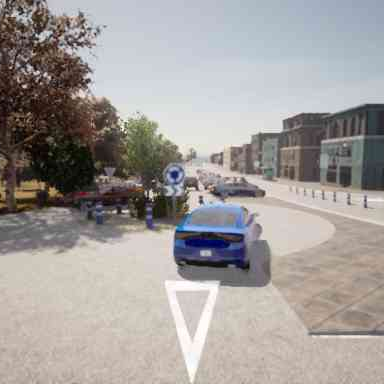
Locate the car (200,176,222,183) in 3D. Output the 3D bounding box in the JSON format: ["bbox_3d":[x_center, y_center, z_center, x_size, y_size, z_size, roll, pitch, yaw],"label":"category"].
[{"bbox_3d":[4.338,-2.800,74.895,4.792,1.488,2.163,0,5,0],"label":"car"}]

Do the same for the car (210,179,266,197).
[{"bbox_3d":[4.304,-0.180,30.385,4.792,1.488,2.163,0,2,0],"label":"car"}]

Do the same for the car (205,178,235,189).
[{"bbox_3d":[4.323,-1.356,52.646,4.553,1.767,2.185,0,3,0],"label":"car"}]

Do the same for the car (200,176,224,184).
[{"bbox_3d":[4.312,-2.601,72.115,5.008,1.535,2.097,0,5,0],"label":"car"}]

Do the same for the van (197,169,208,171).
[{"bbox_3d":[4.208,-4.739,94.286,4.442,1.987,1.878,0,5,0],"label":"van"}]

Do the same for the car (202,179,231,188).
[{"bbox_3d":[4.267,-1.550,58.220,4.792,1.488,2.163,0,4,0],"label":"car"}]

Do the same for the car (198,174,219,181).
[{"bbox_3d":[4.132,-3.793,85.986,5.366,1.575,1.946,0,5,0],"label":"car"}]

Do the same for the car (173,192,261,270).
[{"bbox_3d":[0.904,1.059,9.914,1.882,1.535,5.008,1,4,14],"label":"car"}]

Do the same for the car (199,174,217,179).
[{"bbox_3d":[4.316,-4.271,91.532,4.892,1.521,2.231,0,5,0],"label":"car"}]

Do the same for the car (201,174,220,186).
[{"bbox_3d":[4.255,-0.898,41.507,5.566,2.045,2.435,0,3,0],"label":"car"}]

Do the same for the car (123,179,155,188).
[{"bbox_3d":[-8.780,-1.398,55.395,4.892,1.521,2.231,0,3,0],"label":"car"}]

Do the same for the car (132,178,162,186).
[{"bbox_3d":[-8.594,-1.954,63.611,5.366,1.575,1.946,0,4,0],"label":"car"}]

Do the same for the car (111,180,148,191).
[{"bbox_3d":[-8.763,-0.879,46.912,4.792,1.488,2.163,0,3,0],"label":"car"}]

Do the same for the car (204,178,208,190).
[{"bbox_3d":[4.286,-0.527,38.727,5.008,1.535,2.097,0,3,0],"label":"car"}]

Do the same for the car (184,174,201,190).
[{"bbox_3d":[-0.153,-1.364,50.499,2.150,2.045,5.566,0,3,0],"label":"car"}]

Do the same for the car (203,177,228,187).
[{"bbox_3d":[4.267,-1.892,60.991,4.553,1.767,2.185,0,4,0],"label":"car"}]

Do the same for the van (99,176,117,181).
[{"bbox_3d":[-8.679,-0.431,30.303,4.442,1.987,1.878,1,2,0],"label":"van"}]

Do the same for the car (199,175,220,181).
[{"bbox_3d":[4.321,-3.549,83.214,5.008,1.535,2.097,0,5,0],"label":"car"}]

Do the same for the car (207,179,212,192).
[{"bbox_3d":[4.247,-0.283,33.167,4.792,1.488,2.163,0,2,0],"label":"car"}]

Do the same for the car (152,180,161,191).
[{"bbox_3d":[-3.851,-0.632,42.651,2.033,1.411,5.357,0,3,0],"label":"car"}]

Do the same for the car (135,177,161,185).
[{"bbox_3d":[-8.783,-2.155,66.394,5.008,1.535,2.097,0,4,0],"label":"car"}]

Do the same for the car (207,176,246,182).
[{"bbox_3d":[4.248,-0.542,35.945,4.553,1.767,2.185,0,2,0],"label":"car"}]

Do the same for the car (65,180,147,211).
[{"bbox_3d":[-5.582,0.273,21.560,5.008,1.535,1.882,-3,5,-28],"label":"car"}]

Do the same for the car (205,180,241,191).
[{"bbox_3d":[4.317,-0.886,47.082,4.792,1.488,2.163,0,3,0],"label":"car"}]

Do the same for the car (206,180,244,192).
[{"bbox_3d":[4.292,-0.776,44.305,4.892,1.521,2.231,0,3,0],"label":"car"}]

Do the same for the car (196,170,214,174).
[{"bbox_3d":[4.285,-3.558,80.419,5.566,2.045,2.435,0,5,0],"label":"car"}]

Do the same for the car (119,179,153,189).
[{"bbox_3d":[-8.783,-1.221,52.483,5.008,1.535,2.097,0,3,0],"label":"car"}]

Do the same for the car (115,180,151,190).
[{"bbox_3d":[-8.785,-1.061,49.697,5.008,1.535,2.097,0,3,0],"label":"car"}]

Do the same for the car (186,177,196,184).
[{"bbox_3d":[-0.233,-2.498,71.564,2.033,1.411,5.357,0,5,0],"label":"car"}]

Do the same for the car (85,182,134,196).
[{"bbox_3d":[-8.804,-0.370,35.768,4.674,1.452,2.002,0,2,0],"label":"car"}]

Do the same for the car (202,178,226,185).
[{"bbox_3d":[4.300,-2.127,66.556,4.674,1.452,2.002,0,4,0],"label":"car"}]

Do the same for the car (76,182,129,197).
[{"bbox_3d":[-8.806,-0.266,32.985,4.674,1.452,2.002,0,2,0],"label":"car"}]

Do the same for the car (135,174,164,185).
[{"bbox_3d":[-8.803,-2.618,69.155,5.566,2.045,2.435,0,4,0],"label":"car"}]

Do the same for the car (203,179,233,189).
[{"bbox_3d":[4.323,-1.372,55.438,4.792,1.488,2.163,0,4,0],"label":"car"}]

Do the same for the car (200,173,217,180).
[{"bbox_3d":[4.351,-4.145,88.624,4.553,1.767,2.185,0,5,0],"label":"car"}]
